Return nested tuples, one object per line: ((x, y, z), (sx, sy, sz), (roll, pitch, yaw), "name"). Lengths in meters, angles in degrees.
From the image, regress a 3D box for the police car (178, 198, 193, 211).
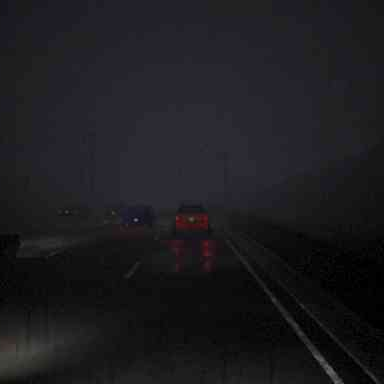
((-0.929, 1.758, 46.749), (1.930, 1.638, 5.238), (0, 0, -2), "police car")

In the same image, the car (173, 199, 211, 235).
((-0.061, 1.494, 19.954), (2.097, 1.767, 4.553), (0, 0, -1), "car")

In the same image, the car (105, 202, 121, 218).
((-7.463, 1.765, 33.466), (1.812, 1.442, 4.674), (0, 0, -2), "car")

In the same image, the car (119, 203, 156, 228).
((-3.636, 1.647, 23.653), (1.882, 1.535, 5.008), (0, 0, -2), "car")

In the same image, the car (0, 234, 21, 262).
((-6.904, 1.670, 9.531), (1.895, 1.301, 4.718), (0, 0, 0), "car")

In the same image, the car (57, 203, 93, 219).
((-10.879, 1.771, 31.191), (2.033, 1.411, 5.357), (0, 0, -2), "car")
